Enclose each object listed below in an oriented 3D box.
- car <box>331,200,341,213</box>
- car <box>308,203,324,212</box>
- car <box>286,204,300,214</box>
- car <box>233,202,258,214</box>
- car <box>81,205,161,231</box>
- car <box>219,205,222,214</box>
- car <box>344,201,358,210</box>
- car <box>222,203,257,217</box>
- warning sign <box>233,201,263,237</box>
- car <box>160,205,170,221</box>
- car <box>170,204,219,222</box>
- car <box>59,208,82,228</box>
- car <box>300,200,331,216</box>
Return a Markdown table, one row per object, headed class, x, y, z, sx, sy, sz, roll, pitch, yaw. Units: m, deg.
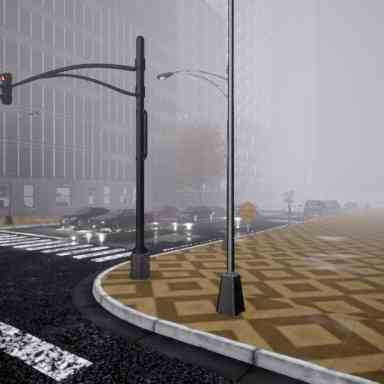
| class | x | y | z | sx | sy | sz | roll | pitch | yaw |
| --- | --- | --- | --- | --- | --- | --- | --- | --- | --- |
| car | 22.408 | 2.267 | 53.509 | 2.150 | 2.045 | 5.566 | 0 | -1 | 33 |
| car | 21.976 | 2.642 | 58.840 | 1.812 | 1.442 | 4.674 | 0 | -1 | 33 |
| car | 14.967 | 2.414 | 47.977 | 1.812 | 1.442 | 4.674 | 0 | -1 | 33 |
| car | 8.062 | 2.315 | 49.542 | 1.882 | 1.535 | 5.008 | 0 | -1 | 33 |
| car | -4.856 | 1.874 | 23.628 | 2.033 | 1.411 | 5.357 | 0 | -1 | 33 |
| car | 2.596 | 2.223 | 41.160 | 1.994 | 1.385 | 4.181 | 0 | -1 | 32 |
| car | 31.503 | 2.662 | 65.686 | 2.097 | 1.767 | 4.553 | 0 | -1 | 33 |
| car | 5.785 | 2.204 | 40.093 | 1.812 | 1.442 | 4.674 | 0 | -1 | 33 |
| warning sign | 3.136 | 1.454 | 18.552 | 1.300 | 1.860 | 1.060 | 1 | 1 | 33 |
| car | -2.797 | 2.007 | 32.810 | 1.812 | 1.442 | 4.674 | 0 | -1 | 33 |
| car | 0.346 | 2.003 | 31.685 | 1.837 | 1.490 | 4.892 | 0 | -1 | 33 |
| car | -7.724 | 1.844 | 25.166 | 1.812 | 1.442 | 4.674 | 0 | -1 | 31 |
| car | 16.580 | 2.077 | 44.480 | 2.150 | 2.045 | 5.566 | 0 | -1 | 33 |
